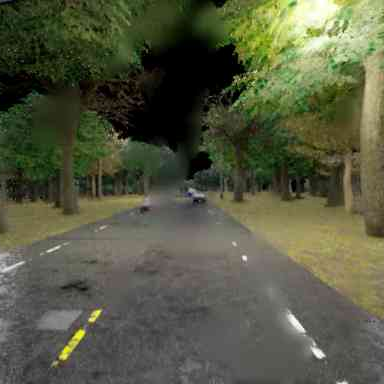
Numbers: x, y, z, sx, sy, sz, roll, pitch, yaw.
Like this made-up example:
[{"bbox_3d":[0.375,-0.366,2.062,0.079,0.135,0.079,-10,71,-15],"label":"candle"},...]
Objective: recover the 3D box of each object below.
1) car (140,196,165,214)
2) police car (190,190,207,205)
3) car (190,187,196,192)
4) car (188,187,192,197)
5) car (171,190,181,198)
[{"bbox_3d":[-3.591,1.150,31.006,1.882,1.535,5.008,0,1,0],"label":"car"},{"bbox_3d":[1.055,0.865,45.343,1.930,1.638,5.238,0,1,0],"label":"police car"},{"bbox_3d":[1.056,0.504,61.203,2.097,1.767,4.553,0,1,0],"label":"car"},{"bbox_3d":[0.008,0.254,79.527,1.882,1.535,5.008,0,1,0],"label":"car"},{"bbox_3d":[-3.493,0.405,72.268,2.128,1.511,4.902,0,1,0],"label":"car"}]
